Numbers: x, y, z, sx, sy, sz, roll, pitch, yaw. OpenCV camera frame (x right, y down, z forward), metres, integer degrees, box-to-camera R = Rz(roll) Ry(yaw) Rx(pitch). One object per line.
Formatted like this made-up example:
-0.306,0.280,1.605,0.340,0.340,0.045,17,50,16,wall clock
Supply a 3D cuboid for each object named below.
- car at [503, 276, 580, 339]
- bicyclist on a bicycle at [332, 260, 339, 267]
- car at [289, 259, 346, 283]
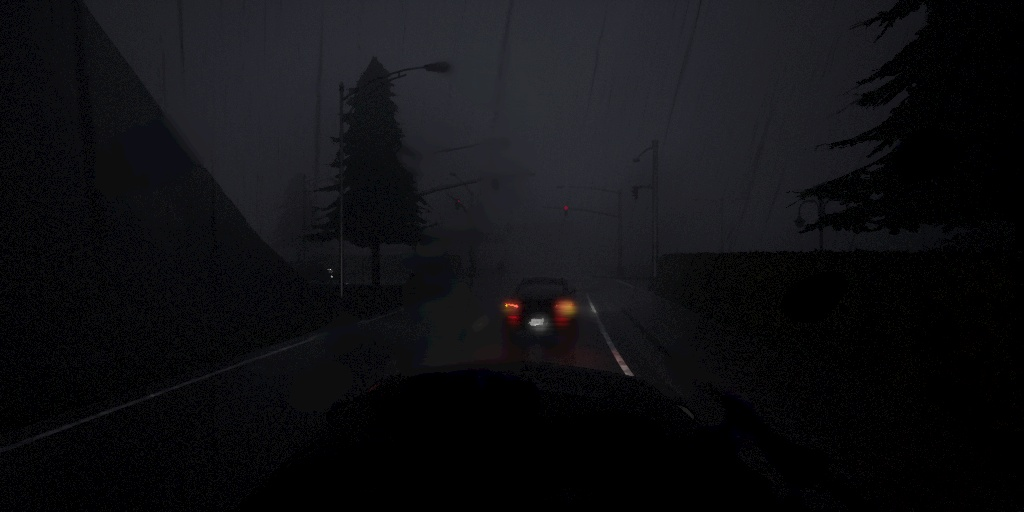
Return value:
0.918,1.276,10.056,1.812,1.442,4.674,0,0,9,car
-17.372,1.203,35.331,0.582,1.620,1.656,0,0,8,bicyclist on a bicycle
-15.346,1.102,27.908,4.553,1.767,2.097,0,0,9,car
